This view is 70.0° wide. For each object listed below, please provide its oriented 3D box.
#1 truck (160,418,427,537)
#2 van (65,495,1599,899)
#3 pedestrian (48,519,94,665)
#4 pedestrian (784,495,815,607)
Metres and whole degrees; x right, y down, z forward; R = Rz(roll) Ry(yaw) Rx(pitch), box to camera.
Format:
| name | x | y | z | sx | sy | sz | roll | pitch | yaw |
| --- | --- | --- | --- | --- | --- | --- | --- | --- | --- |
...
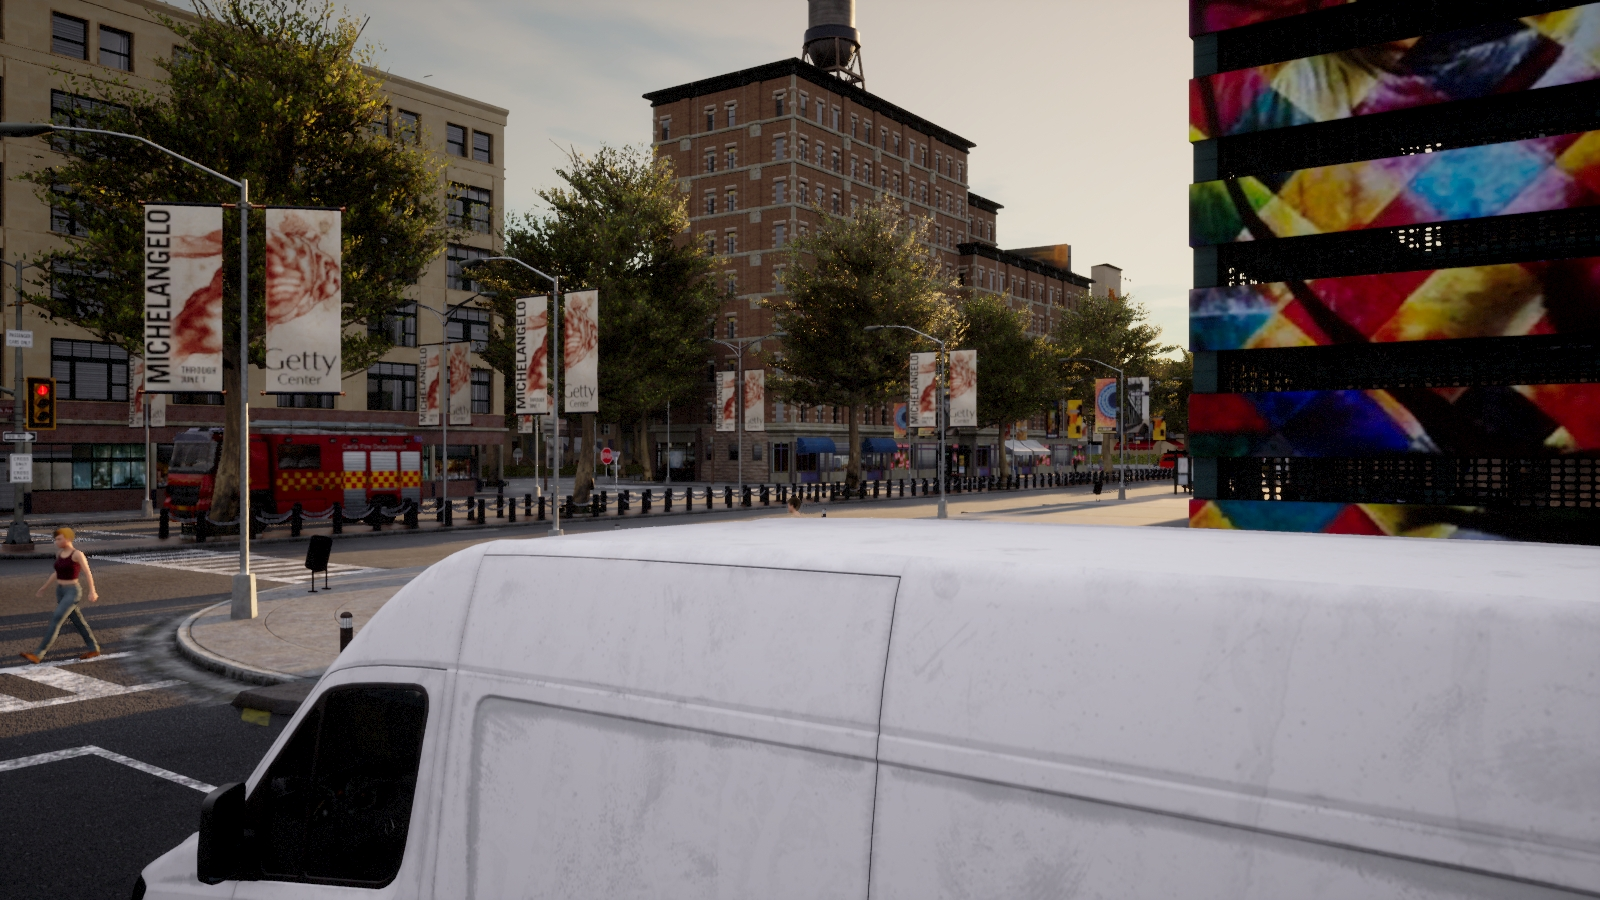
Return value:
| name | x | y | z | sx | sy | sz | roll | pitch | yaw |
| --- | --- | --- | --- | --- | --- | --- | --- | --- | --- |
| truck | -17.925 | 0.891 | 41.124 | 2.891 | 3.827 | 8.468 | 0 | 0 | 36 |
| van | -0.118 | 1.534 | 3.913 | 5.915 | 2.561 | 1.988 | 0 | 0 | 36 |
| pedestrian | -9.581 | 1.849 | 15.012 | 0.375 | 1.860 | 0.375 | 0 | 0 | 28 |
| pedestrian | -0.009 | 1.696 | 19.402 | 0.375 | 1.860 | 0.375 | 0 | 0 | 39 |
